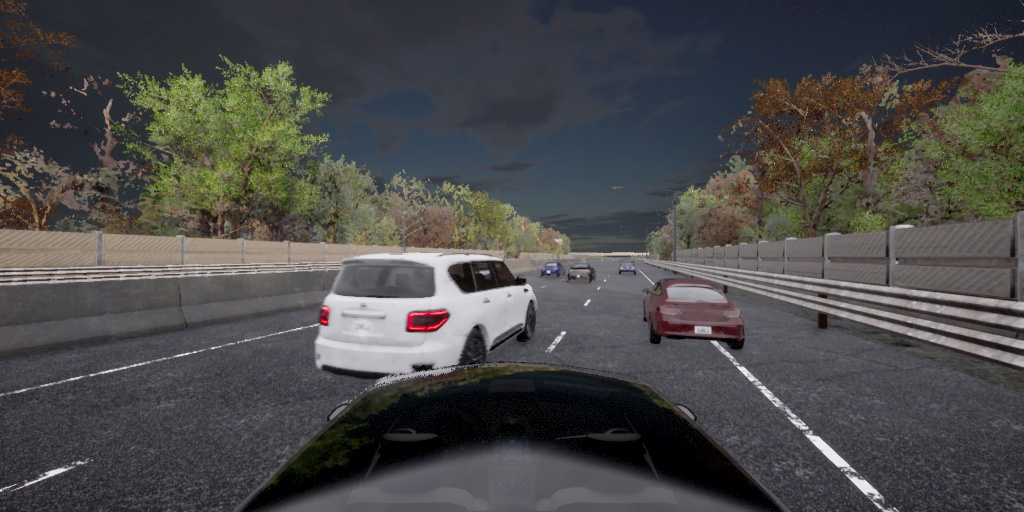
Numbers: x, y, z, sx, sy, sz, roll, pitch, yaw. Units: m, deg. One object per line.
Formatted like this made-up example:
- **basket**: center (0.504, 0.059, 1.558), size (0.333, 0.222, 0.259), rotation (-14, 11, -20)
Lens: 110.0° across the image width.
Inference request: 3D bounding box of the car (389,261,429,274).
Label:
- **car**: center (-12.129, 1.310, 42.734), size (2.033, 1.411, 5.357), rotation (0, 0, 17)

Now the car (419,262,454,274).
- **car**: center (-8.725, 1.365, 41.894), size (1.895, 1.301, 4.718), rotation (0, 0, 17)

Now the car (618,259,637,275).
- **car**: center (13.024, 1.316, 40.443), size (2.033, 1.411, 5.357), rotation (0, 0, 18)

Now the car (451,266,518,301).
- **car**: center (-1.211, 1.281, 18.405), size (1.812, 1.442, 4.674), rotation (0, 0, 17)

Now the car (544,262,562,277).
- **car**: center (4.075, 1.290, 35.289), size (1.812, 1.442, 4.674), rotation (0, 0, 17)

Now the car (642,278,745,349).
- **car**: center (4.410, 1.279, 9.180), size (1.812, 1.442, 4.674), rotation (0, 0, 17)

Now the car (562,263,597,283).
- **car**: center (5.563, 1.252, 28.308), size (2.128, 1.511, 4.902), rotation (0, 0, 17)

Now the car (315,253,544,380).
- **car**: center (-1.089, 0.972, 7.101), size (2.150, 2.045, 5.566), rotation (0, 0, 17)
